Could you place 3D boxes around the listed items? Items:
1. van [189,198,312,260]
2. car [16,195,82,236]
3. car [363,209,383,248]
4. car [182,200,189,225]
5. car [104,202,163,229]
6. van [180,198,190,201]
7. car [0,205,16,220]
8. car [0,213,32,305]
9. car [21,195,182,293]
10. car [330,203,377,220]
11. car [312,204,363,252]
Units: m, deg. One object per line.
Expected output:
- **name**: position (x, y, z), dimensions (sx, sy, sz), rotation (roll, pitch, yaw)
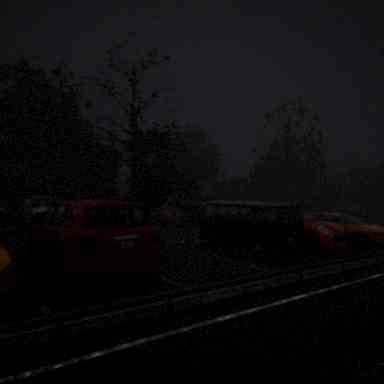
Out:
- **van**: position (2.034, 1.323, 12.885), dimensions (1.878, 1.987, 4.442), rotation (1, -1, -36)
- **car**: position (-8.773, 1.229, 20.032), dimensions (2.435, 2.045, 5.566), rotation (1, 0, -36)
- **car**: position (7.031, 1.658, 16.128), dimensions (1.946, 1.575, 5.366), rotation (1, -1, -36)
- **car**: position (-2.112, 1.612, 25.112), dimensions (1.946, 1.575, 5.366), rotation (1, -1, -36)
- **car**: position (-4.269, 1.563, 23.553), dimensions (1.946, 1.575, 5.366), rotation (1, -1, -36)
- **van**: position (0.332, 1.448, 26.507), dimensions (1.878, 1.987, 4.442), rotation (1, -1, -36)
- **car**: position (-11.044, 1.455, 18.402), dimensions (2.231, 1.521, 4.892), rotation (1, 0, -36)
- **car**: position (-5.272, 1.440, 7.440), dimensions (2.097, 1.535, 5.008), rotation (1, 0, -36)
- **car**: position (-2.928, 1.213, 9.181), dimensions (2.435, 2.045, 5.566), rotation (1, -1, -36)
- **car**: position (19.665, 2.316, 40.648), dimensions (2.185, 1.767, 4.553), rotation (3, -2, -36)
- **car**: position (4.543, 1.474, 14.595), dimensions (2.185, 1.767, 4.553), rotation (1, -1, -36)
